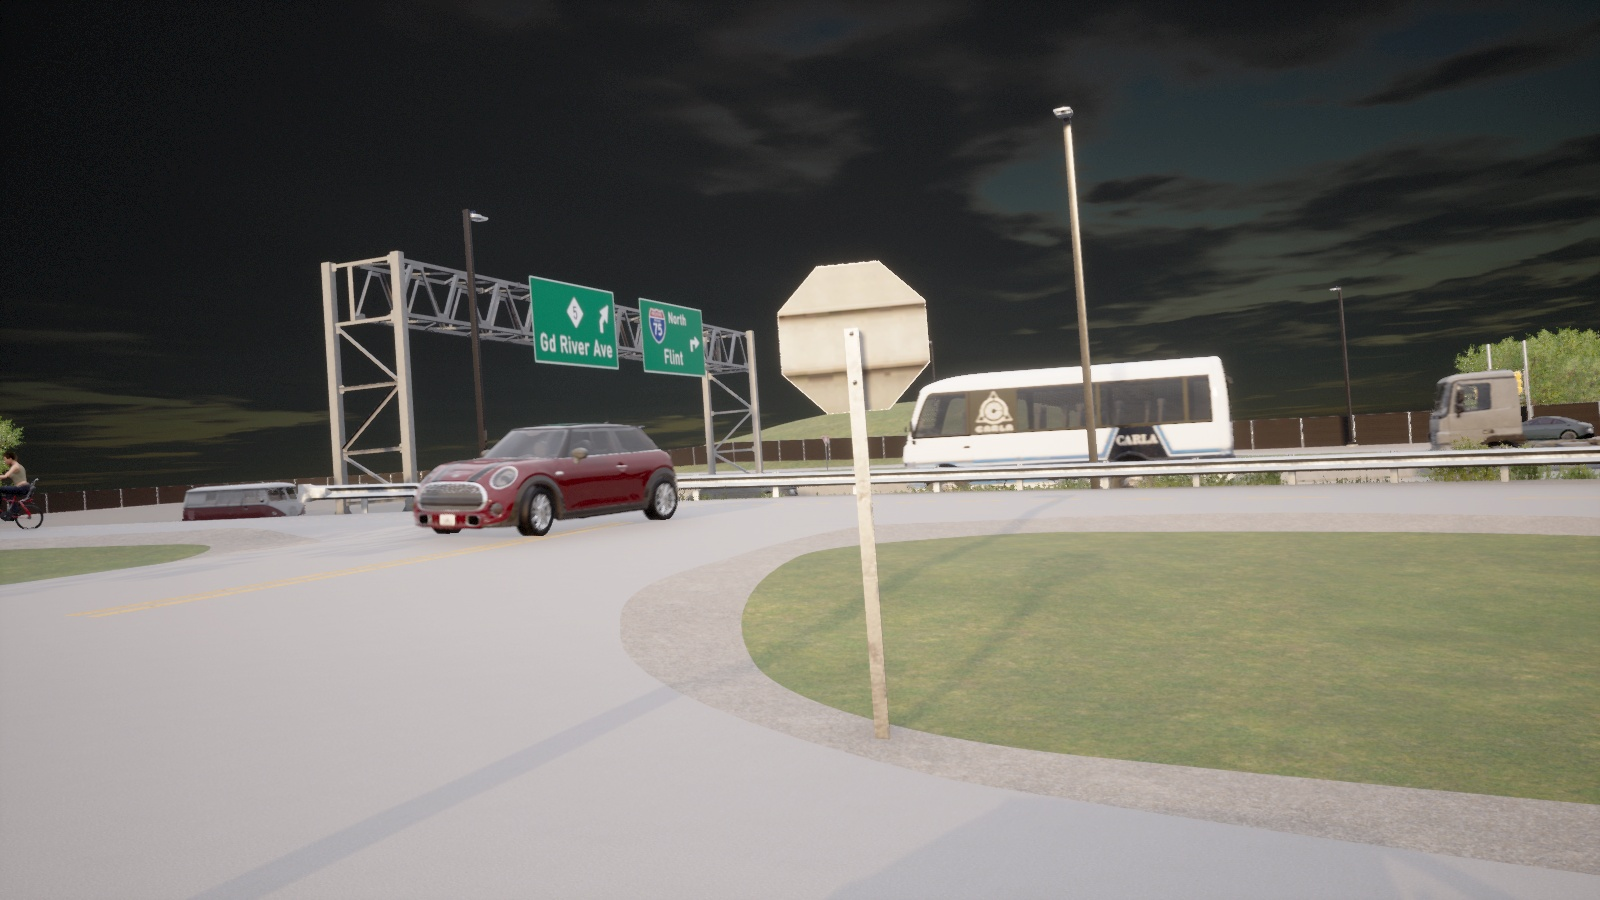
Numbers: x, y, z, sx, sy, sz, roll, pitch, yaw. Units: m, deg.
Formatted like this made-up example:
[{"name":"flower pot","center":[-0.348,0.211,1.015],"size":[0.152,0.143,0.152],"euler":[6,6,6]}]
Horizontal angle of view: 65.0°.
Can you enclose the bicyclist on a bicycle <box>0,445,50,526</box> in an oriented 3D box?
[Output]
[{"name":"bicyclist on a bicycle","center":[-16.452,0.717,25.821],"size":[1.509,1.612,0.866],"euler":[3,-2,-12]}]

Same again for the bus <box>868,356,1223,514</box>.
[{"name":"bus","center":[7.745,-0.350,39.537],"size":[10.273,4.253,3.944],"euler":[-3,0,21]}]

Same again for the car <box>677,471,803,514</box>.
[{"name":"car","center":[-2.239,1.574,47.091],"size":[4.181,1.385,1.994],"euler":[-3,0,21]}]

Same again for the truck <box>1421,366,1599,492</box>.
[{"name":"truck","center":[23.147,-0.680,37.441],"size":[7.936,3.462,2.891],"euler":[-3,0,21]}]

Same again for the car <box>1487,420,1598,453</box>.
[{"name":"car","center":[35.894,-0.653,60.784],"size":[1.994,1.385,4.181],"euler":[-3,1,-42]}]

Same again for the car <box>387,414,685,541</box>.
[{"name":"car","center":[-4.064,0.341,20.159],"size":[2.097,1.767,4.553],"euler":[-1,1,31]}]

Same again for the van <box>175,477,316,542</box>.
[{"name":"van","center":[-18.618,1.994,42.150],"size":[4.442,1.987,1.775],"euler":[-3,0,25]}]
